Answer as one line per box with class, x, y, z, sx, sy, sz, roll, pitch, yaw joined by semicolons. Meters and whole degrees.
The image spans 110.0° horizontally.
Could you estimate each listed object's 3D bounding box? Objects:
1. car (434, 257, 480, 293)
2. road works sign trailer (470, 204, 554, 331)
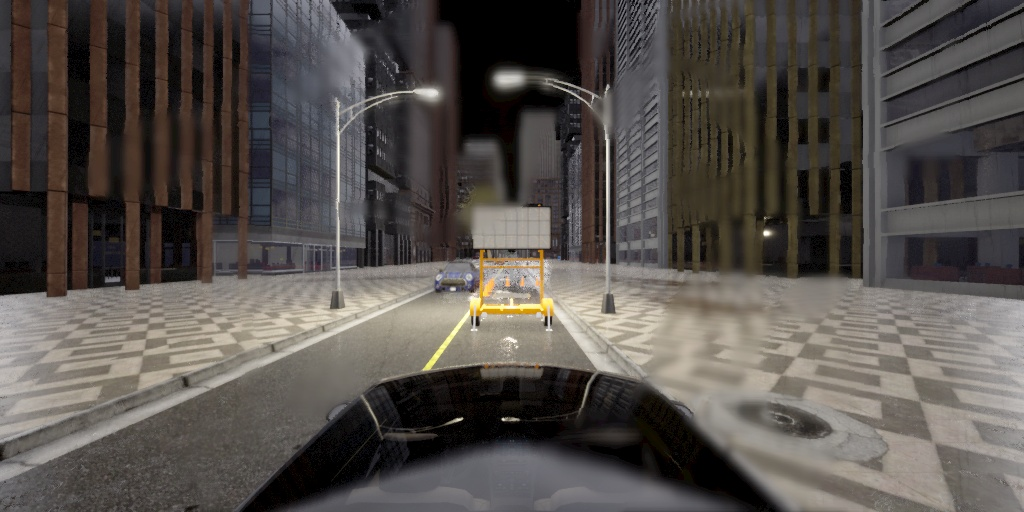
car;-3.021;1.105;20.575;2.097;1.767;4.553;0;0;0
road works sign trailer;-0.010;0.215;10.971;2.380;3.560;2.880;0;0;0
